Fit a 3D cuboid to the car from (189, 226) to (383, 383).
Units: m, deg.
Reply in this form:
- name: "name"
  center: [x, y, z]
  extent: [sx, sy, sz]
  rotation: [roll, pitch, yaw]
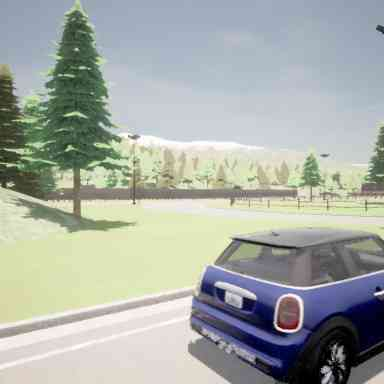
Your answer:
- name: "car"
  center: [2.244, 1.352, 5.340]
  extent: [4.553, 1.767, 2.097]
  rotation: [0, 0, -35]
